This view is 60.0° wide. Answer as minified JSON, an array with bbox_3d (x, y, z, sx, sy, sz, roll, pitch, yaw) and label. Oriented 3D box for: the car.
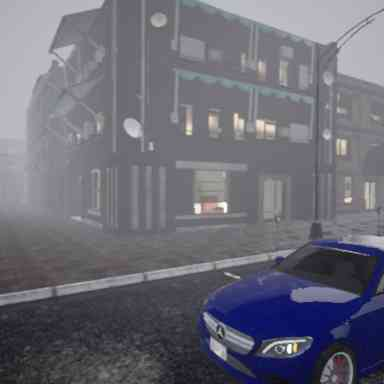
[{"bbox_3d":[2.308,1.408,4.766,4.674,1.442,1.812,-1,1,-30],"label":"car"}]
